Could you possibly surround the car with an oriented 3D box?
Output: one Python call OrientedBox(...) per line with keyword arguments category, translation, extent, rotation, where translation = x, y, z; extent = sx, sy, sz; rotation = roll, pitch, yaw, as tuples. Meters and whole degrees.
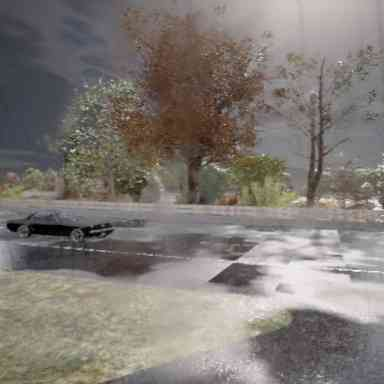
OrientedBox(category="car", translation=(-5.923, 1.490, 15.151), extent=(4.718, 1.301, 1.895), rotation=(1, 0, 19))
